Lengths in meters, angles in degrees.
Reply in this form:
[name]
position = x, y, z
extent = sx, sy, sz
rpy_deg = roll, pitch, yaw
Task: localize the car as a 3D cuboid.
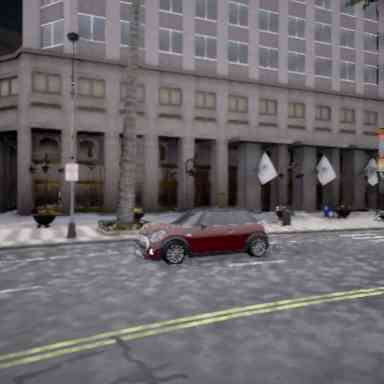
[car]
position = 0.363, 1.351, 11.532
extent = 4.553, 1.767, 2.097
rpy_deg = 0, 0, -24
